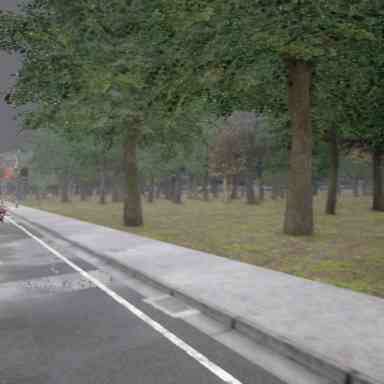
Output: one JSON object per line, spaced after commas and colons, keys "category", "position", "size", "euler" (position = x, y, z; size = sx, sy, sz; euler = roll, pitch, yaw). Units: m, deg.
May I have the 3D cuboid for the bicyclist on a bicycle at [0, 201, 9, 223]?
{"category": "bicyclist on a bicycle", "position": [-14.022, 1.497, 24.686], "size": [0.866, 1.612, 1.509], "euler": [-1, 0, -33]}
